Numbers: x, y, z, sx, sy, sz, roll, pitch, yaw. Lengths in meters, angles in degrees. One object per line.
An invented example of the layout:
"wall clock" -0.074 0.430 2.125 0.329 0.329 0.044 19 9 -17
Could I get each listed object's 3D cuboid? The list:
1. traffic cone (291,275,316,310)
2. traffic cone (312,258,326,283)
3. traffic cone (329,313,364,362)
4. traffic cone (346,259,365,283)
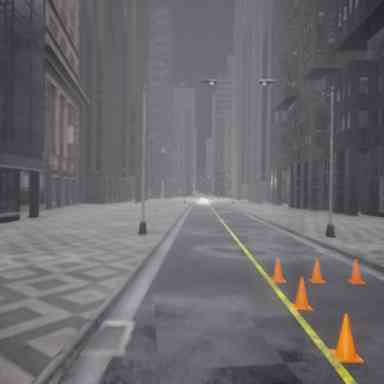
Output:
"traffic cone" 2.186 1.993 6.627 0.340 0.580 0.340 1 0 1
"traffic cone" 3.230 2.010 8.605 0.340 0.580 0.340 1 0 1
"traffic cone" 2.142 1.989 4.628 0.340 0.580 0.340 1 0 1
"traffic cone" 4.229 2.023 8.583 0.340 0.580 0.340 1 0 1
